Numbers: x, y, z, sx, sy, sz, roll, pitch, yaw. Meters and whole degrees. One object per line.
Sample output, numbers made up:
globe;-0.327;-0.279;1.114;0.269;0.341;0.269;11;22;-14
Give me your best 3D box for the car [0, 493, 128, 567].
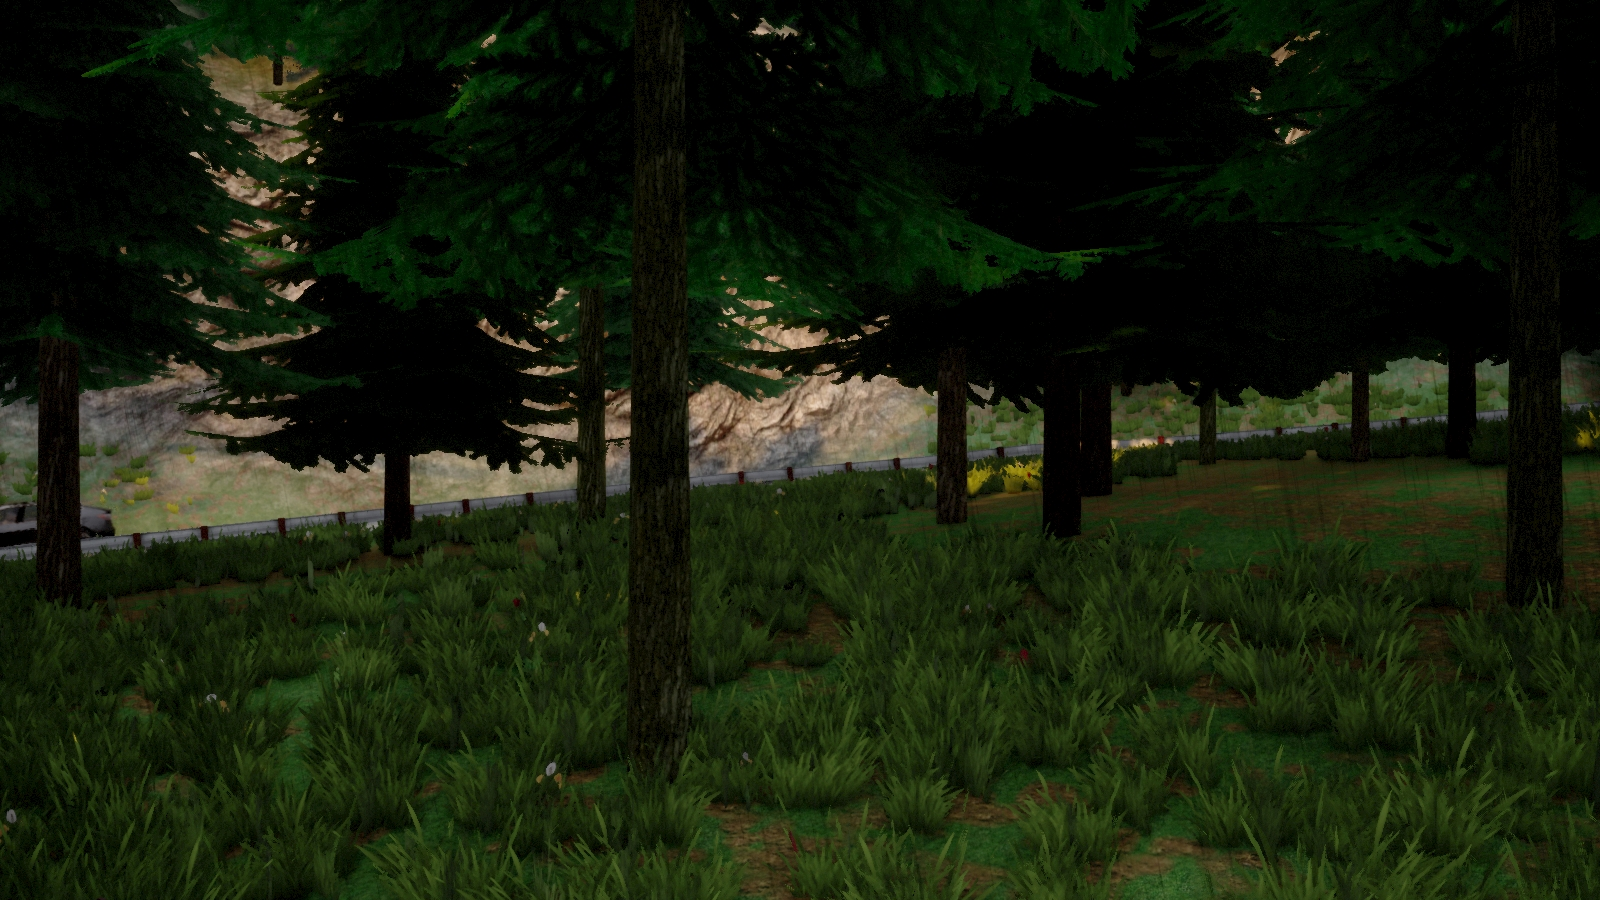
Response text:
car;-20.192;2.118;29.245;4.792;1.488;2.163;-6;3;-39
